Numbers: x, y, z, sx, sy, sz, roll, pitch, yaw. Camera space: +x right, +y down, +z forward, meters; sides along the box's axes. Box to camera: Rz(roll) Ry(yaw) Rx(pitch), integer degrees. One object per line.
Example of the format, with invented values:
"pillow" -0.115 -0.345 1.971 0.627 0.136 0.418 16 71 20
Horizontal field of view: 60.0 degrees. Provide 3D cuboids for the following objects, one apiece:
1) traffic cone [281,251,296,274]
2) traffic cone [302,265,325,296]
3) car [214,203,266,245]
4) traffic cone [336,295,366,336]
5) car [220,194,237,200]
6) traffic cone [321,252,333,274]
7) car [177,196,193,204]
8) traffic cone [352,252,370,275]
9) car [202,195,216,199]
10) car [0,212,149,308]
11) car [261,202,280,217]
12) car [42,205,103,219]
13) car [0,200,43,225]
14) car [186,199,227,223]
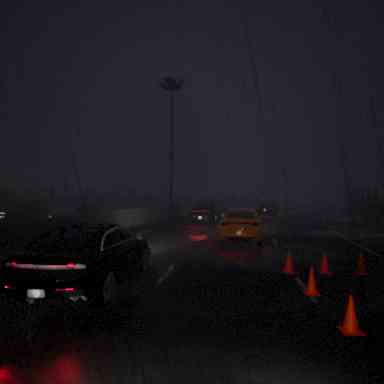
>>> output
"traffic cone" 2.745 1.981 9.422 0.340 0.580 0.340 0 0 2
"traffic cone" 2.668 1.979 7.424 0.340 0.580 0.340 0 0 2
"car" 2.386 1.506 15.898 1.882 1.535 5.008 0 0 11
"traffic cone" 2.591 1.977 5.425 0.340 0.580 0.340 0 0 2
"car" 6.604 1.315 60.322 2.150 2.045 5.566 0 0 22
"traffic cone" 3.744 1.987 9.384 0.340 0.580 0.340 0 0 2
"car" -1.090 1.546 59.852 1.837 1.490 4.892 0 0 22
"traffic cone" 4.744 1.994 9.346 0.340 0.580 0.340 0 0 2
"car" 3.011 1.421 60.740 2.097 1.767 4.553 0 0 22
"car" -2.353 1.483 7.965 2.128 1.511 4.902 0 0 6
"car" 7.495 1.639 32.896 1.994 1.385 4.181 0 0 20
"car" -7.270 1.572 21.827 1.895 1.301 4.718 0 0 14
"car" -11.046 1.298 20.744 2.097 1.767 4.553 0 0 13
"car" 1.276 1.534 25.669 1.837 1.490 4.892 0 0 17
